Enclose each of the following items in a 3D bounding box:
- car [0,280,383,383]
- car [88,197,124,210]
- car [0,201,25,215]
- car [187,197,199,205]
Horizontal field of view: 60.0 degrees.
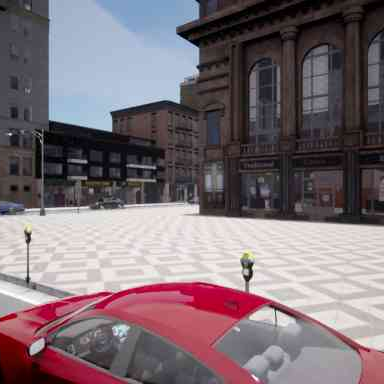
[{"bbox_3d":[-0.294,1.545,3.055,4.507,1.381,1.887,0,0,35],"label":"car"},{"bbox_3d":[-10.803,1.470,42.190,1.837,1.490,4.892,0,0,36],"label":"car"},{"bbox_3d":[-18.738,1.506,31.394,2.033,1.411,5.357,0,0,36],"label":"car"},{"bbox_3d":[1.398,1.539,58.638,2.033,1.411,5.357,0,0,36],"label":"car"}]
